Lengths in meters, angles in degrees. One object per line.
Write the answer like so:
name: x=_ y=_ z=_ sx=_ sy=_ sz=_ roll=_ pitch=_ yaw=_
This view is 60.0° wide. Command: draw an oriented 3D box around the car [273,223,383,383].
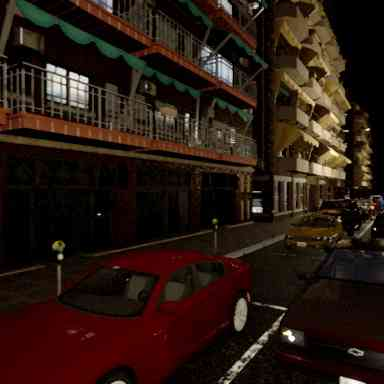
car: x=3.063 y=1.547 z=5.566 sx=2.033 sy=1.411 sz=5.357 roll=0 pitch=0 yaw=33

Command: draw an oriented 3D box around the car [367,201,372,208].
car: x=11.114 y=1.552 z=23.284 sx=2.008 sy=1.369 sz=4.403 roll=0 pitch=0 yaw=32

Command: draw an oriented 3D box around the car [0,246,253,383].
car: x=-0.638 y=1.544 z=4.560 sx=1.887 sy=1.381 sz=4.507 roll=0 pitch=0 yaw=32

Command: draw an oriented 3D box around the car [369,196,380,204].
car: x=16.988 y=1.446 z=32.646 sx=1.967 sy=1.590 sz=4.097 roll=0 pitch=0 yaw=32

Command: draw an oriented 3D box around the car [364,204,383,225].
car: x=10.021 y=1.548 z=16.472 sx=2.033 sy=1.411 sz=5.357 roll=0 pitch=0 yaw=32

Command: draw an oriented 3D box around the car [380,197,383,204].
car: x=19.927 y=1.576 z=37.328 sx=1.947 sy=1.339 sz=4.313 roll=0 pitch=0 yaw=32

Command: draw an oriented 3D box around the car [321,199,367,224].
car: x=8.174 y=1.315 z=18.604 sx=2.192 sy=1.841 sz=5.009 roll=0 pitch=0 yaw=32

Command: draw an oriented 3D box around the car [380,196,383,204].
car: x=22.864 y=1.560 z=42.009 sx=1.887 sy=1.381 sz=4.507 roll=0 pitch=0 yaw=32

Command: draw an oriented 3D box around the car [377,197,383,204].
car: x=37.553 y=1.613 z=65.414 sx=1.947 sy=1.339 sz=4.313 roll=0 pitch=0 yaw=32

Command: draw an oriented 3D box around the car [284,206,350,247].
car: x=5.148 y=1.524 z=13.779 sx=1.752 sy=1.417 sz=4.829 roll=0 pitch=0 yaw=32

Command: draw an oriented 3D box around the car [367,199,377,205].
car: x=14.052 y=1.554 z=27.966 sx=2.008 sy=1.369 sz=4.403 roll=0 pitch=0 yaw=32
